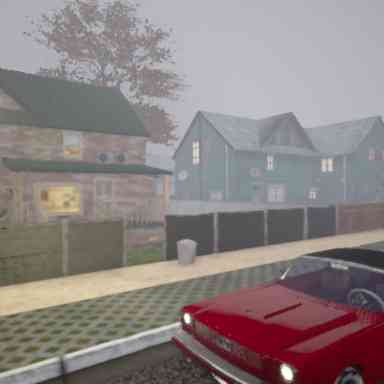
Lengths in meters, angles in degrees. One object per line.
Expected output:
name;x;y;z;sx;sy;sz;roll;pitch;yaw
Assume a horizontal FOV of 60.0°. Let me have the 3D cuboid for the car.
car;2.105;1.554;4.571;4.718;1.301;1.895;-1;0;-35
